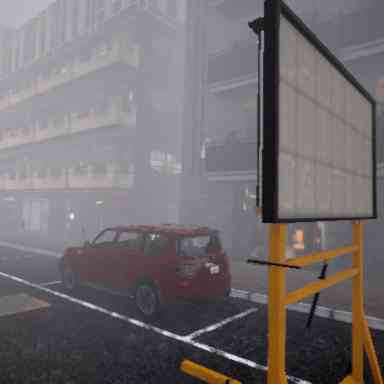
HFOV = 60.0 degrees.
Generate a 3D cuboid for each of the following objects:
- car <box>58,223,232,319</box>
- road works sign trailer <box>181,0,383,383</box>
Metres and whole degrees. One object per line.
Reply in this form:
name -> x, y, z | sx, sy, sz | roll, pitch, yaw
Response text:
car -> -1.359, 1.711, 8.357 | 5.009, 1.841, 2.192 | -1, -3, 40
road works sign trailer -> 1.017, 0.641, 2.902 | 2.880, 3.560, 2.380 | -1, -4, 41
